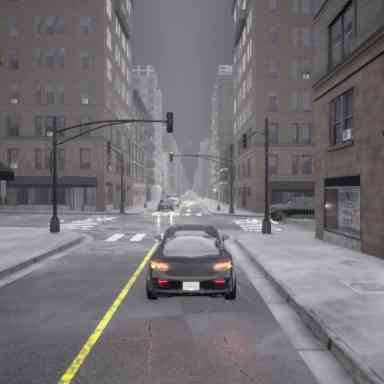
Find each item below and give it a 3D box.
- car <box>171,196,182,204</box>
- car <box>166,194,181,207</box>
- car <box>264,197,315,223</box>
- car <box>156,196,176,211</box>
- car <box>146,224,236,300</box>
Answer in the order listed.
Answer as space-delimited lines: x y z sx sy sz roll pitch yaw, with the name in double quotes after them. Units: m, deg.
-3.158 1.652 68.573 2.033 1.411 5.357 0 0 0 "car"
-3.211 1.296 53.109 2.150 2.045 5.566 0 0 0 "car"
8.715 1.405 26.941 5.566 2.045 2.150 1 1 2 "car"
-3.202 1.555 40.889 1.837 1.490 4.892 0 0 -2 "car"
-0.012 1.527 8.280 1.812 1.442 4.674 0 0 0 "car"
